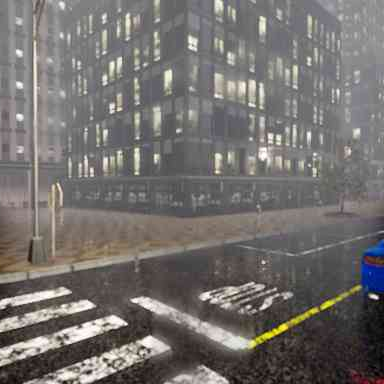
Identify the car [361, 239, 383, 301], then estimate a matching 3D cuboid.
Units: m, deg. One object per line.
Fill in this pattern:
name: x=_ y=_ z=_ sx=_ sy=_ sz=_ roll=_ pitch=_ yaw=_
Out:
car: x=5.323 y=1.371 z=7.007 sx=5.008 sy=1.535 sz=1.882 roll=-1 pitch=2 yaw=-43
